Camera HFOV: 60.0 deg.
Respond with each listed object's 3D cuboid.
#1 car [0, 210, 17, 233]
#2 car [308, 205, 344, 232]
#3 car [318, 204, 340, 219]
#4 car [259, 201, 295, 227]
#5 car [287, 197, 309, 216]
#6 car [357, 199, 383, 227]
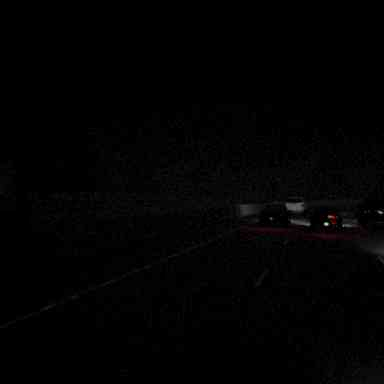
[{"bbox_3d":[-9.391,1.492,14.020,1.837,1.490,4.892,0,0,21],"label":"car"},{"bbox_3d":[8.912,1.741,22.107,1.837,1.490,4.892,0,-2,21],"label":"car"},{"bbox_3d":[14.580,1.989,35.296,1.895,1.301,4.718,0,0,25],"label":"car"},{"bbox_3d":[6.375,1.710,25.159,1.882,1.535,5.008,0,0,22],"label":"car"},{"bbox_3d":[12.155,1.604,38.315,2.150,2.045,5.566,0,0,26],"label":"car"},{"bbox_3d":[14.000,1.538,25.371,2.150,2.045,5.566,0,0,22],"label":"car"}]
